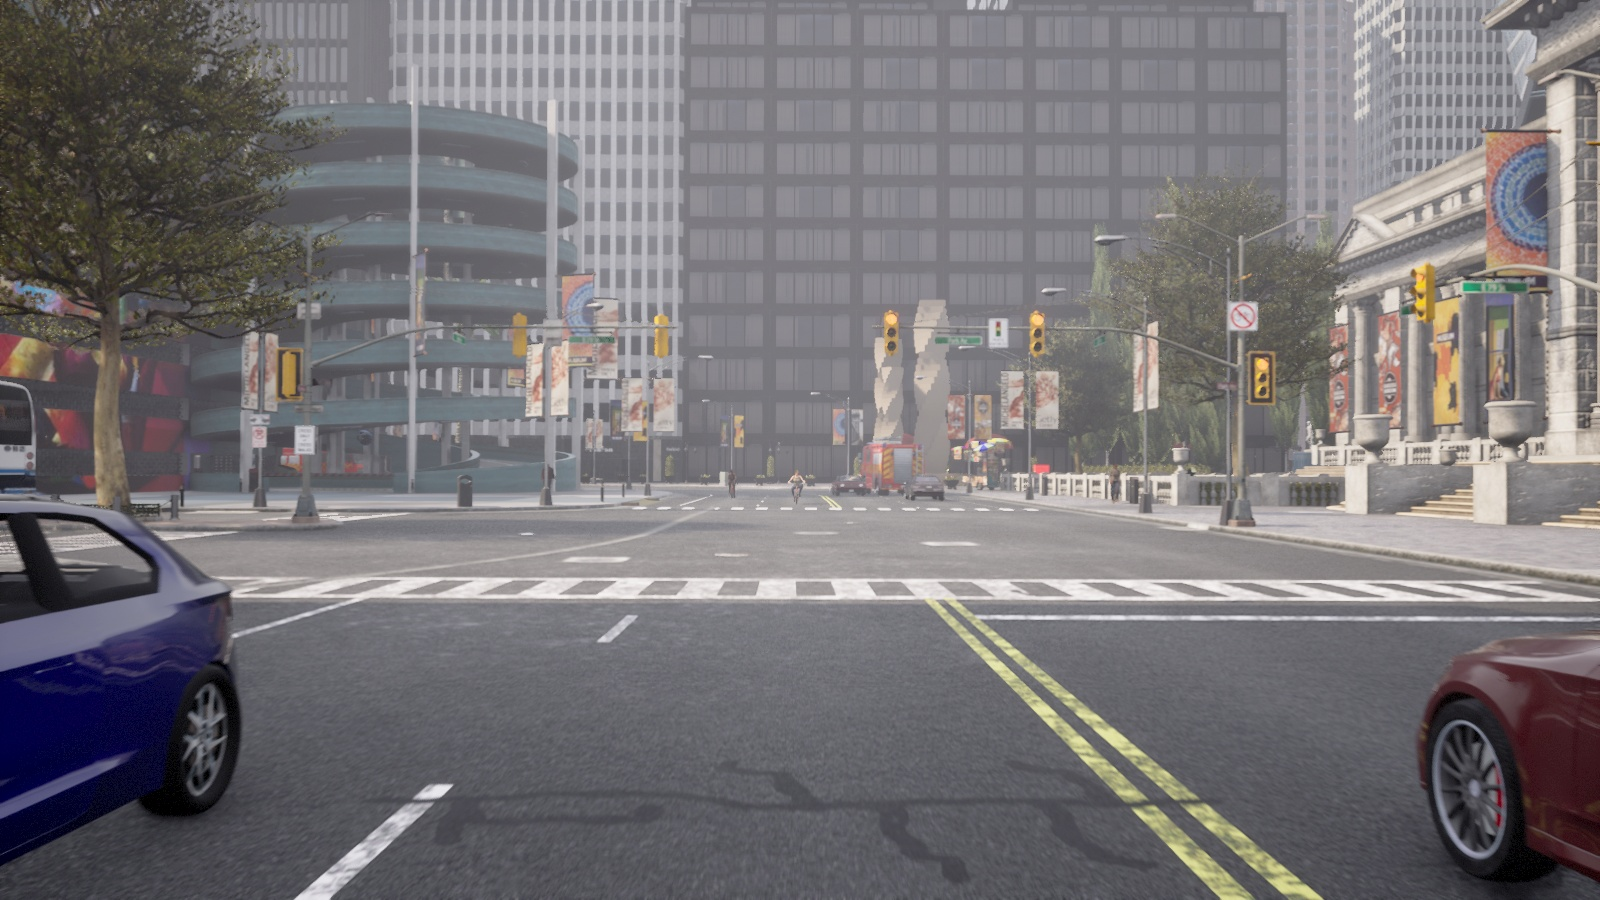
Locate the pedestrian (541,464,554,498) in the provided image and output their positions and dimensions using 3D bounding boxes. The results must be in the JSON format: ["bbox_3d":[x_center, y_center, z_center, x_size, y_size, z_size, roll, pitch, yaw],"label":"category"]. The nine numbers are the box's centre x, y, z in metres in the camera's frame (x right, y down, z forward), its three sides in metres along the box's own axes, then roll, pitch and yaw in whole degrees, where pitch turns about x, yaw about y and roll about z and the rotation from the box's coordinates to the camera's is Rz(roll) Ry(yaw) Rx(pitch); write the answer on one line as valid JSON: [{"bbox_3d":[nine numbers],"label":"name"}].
[{"bbox_3d":[-13.460,1.647,66.983,0.634,1.844,0.899,0,-1,-7],"label":"pedestrian"}]

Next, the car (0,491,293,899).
[{"bbox_3d":[-3.511,0.915,4.360,1.816,1.474,4.193,0,-1,0],"label":"car"}]

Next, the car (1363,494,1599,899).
[{"bbox_3d":[3.492,0.883,3.401,1.812,1.442,4.674,0,-1,0],"label":"car"}]

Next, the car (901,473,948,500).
[{"bbox_3d":[6.811,1.992,69.070,2.033,1.411,5.357,0,-1,0],"label":"car"}]

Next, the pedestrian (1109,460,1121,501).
[{"bbox_3d":[14.105,1.356,56.191,0.328,1.805,0.869,0,-1,1],"label":"pedestrian"}]

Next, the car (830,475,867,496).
[{"bbox_3d":[3.076,2.252,80.519,1.895,1.301,4.718,0,-1,-4],"label":"car"}]

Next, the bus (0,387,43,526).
[{"bbox_3d":[-29.525,0.223,39.821,10.273,4.253,3.944,-1,-2,21],"label":"bus"}]

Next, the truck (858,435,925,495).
[{"bbox_3d":[6.061,1.046,84.779,2.891,3.827,8.468,0,-1,-7],"label":"truck"}]
